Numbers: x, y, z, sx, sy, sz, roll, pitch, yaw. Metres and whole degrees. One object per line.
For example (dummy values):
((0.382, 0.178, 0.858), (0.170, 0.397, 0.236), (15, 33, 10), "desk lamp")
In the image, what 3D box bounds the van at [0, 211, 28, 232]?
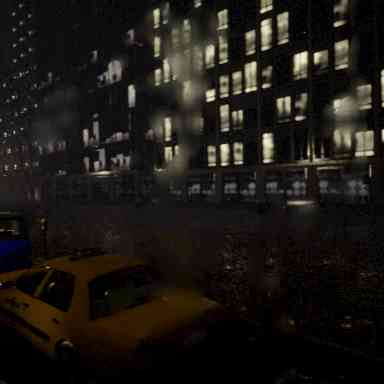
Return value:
((-5.655, 1.364, 8.546), (3.998, 1.788, 1.690), (-1, 1, 42), "van")

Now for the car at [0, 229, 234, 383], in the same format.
((-1.684, 1.498, 4.950), (4.829, 1.417, 1.752), (-1, 1, 42), "car")
